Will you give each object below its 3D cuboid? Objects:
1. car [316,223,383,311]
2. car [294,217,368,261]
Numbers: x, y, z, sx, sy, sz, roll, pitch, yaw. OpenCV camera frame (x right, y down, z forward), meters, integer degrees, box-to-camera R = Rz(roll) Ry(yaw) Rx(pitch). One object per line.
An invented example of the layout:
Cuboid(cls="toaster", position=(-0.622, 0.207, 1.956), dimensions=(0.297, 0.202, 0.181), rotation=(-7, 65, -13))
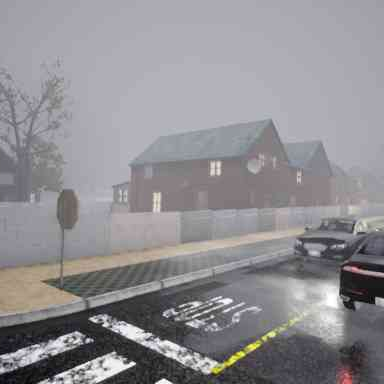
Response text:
Cuboid(cls="car", position=(4.738, 1.625, 7.190), dimensions=(2.128, 1.511, 4.902), rotation=(0, -1, 42))
Cuboid(cls="car", position=(5.468, 1.707, 12.307), dimensions=(2.128, 1.511, 4.902), rotation=(0, -1, 42))
